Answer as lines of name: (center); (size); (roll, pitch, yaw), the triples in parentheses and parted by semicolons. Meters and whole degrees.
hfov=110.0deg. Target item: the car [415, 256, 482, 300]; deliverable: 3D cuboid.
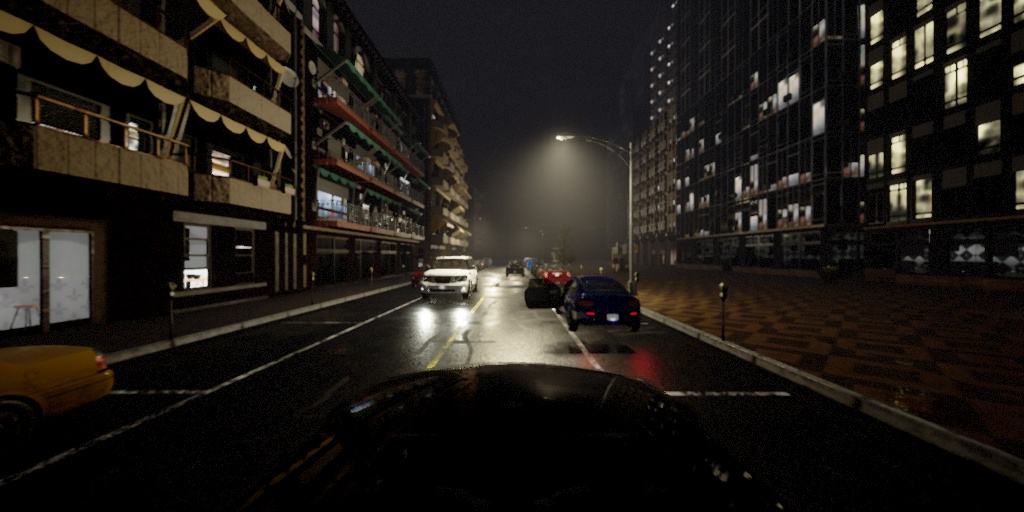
car: (-2.980, 0.995, 18.161); (2.150, 2.045, 5.566); (0, 0, 0)

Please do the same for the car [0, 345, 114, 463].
car: (-5.692, 1.274, 2.196); (1.751, 1.417, 4.829); (0, 0, 0)

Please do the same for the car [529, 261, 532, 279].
car: (2.935, 1.389, 35.462); (1.802, 1.307, 4.207); (0, 0, 0)

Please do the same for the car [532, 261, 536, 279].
car: (2.895, 1.322, 30.105); (1.751, 1.417, 4.829); (0, 0, 0)

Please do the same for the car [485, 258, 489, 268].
car: (-5.281, 1.294, 57.629); (1.967, 1.591, 4.097); (0, 0, 0)

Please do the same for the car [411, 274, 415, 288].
car: (-5.527, 1.329, 24.472); (1.888, 1.381, 4.507); (0, 0, 0)

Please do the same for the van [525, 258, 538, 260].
van: (3.059, 1.184, 52.041); (1.690, 1.789, 3.998); (0, 0, 0)

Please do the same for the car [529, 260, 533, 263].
car: (2.976, 1.401, 40.988); (1.802, 1.307, 4.207); (0, 0, 0)

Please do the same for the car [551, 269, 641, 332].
car: (2.415, 1.289, 10.831); (1.812, 1.442, 4.674); (0, 0, 0)

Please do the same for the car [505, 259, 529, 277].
car: (0.308, 1.300, 36.489); (2.128, 1.511, 4.902); (0, 0, 1)

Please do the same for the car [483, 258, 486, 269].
car: (-5.321, 1.392, 52.104); (2.007, 1.370, 4.403); (0, 0, 0)

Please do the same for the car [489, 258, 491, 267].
car: (-5.240, 1.435, 63.156); (1.948, 1.339, 4.313); (0, 0, 0)

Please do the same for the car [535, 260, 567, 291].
car: (2.853, 1.226, 24.409); (1.967, 1.591, 4.097); (0, 0, 0)
